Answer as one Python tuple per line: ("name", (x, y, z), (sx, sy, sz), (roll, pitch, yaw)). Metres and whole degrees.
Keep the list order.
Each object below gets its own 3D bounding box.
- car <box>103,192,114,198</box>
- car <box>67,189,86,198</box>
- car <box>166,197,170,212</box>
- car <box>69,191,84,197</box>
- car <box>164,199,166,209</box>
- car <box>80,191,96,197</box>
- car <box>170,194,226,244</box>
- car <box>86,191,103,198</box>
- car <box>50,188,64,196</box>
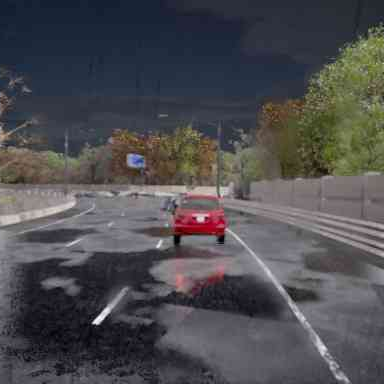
("car", (-20.224, 0.700, 78.660), (1.895, 1.301, 4.718), (1, 1, -35))
("car", (-25.965, 0.563, 74.658), (1.812, 1.442, 4.674), (1, 1, -35))
("car", (-1.053, 1.285, 31.171), (1.812, 1.442, 4.674), (1, 0, -9))
("car", (-29.701, 0.496, 85.108), (1.895, 1.301, 4.718), (1, 1, -42))
("car", (-1.814, 1.191, 35.806), (1.882, 1.535, 5.008), (1, 0, -12))
("car", (-27.327, 0.447, 87.718), (2.128, 1.511, 4.902), (1, 1, -42))
("car", (0.274, 1.115, 15.540), (2.150, 2.045, 5.566), (1, 1, -1))
("car", (-23.091, 0.597, 76.657), (2.128, 1.511, 4.902), (1, 1, -35))
("car", (-32.919, 0.085, 83.487), (2.150, 2.045, 5.566), (1, 1, -42))
